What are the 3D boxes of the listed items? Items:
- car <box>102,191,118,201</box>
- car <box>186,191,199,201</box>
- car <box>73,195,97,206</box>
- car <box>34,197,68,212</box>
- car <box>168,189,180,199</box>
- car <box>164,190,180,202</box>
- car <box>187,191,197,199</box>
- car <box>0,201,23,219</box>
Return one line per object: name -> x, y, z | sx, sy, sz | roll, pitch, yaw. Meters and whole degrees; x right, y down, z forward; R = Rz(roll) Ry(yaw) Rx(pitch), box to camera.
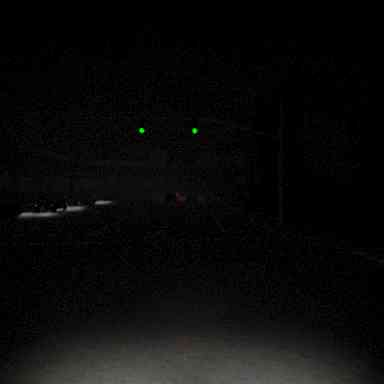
car -> -13.995, 0.676, 56.965 | 2.128, 1.511, 4.902 | 0, 1, 0
car -> 0.014, 0.763, 55.200 | 1.812, 1.442, 4.674 | 0, 1, 0
car -> -14.010, 1.083, 43.680 | 1.895, 1.301, 4.718 | 0, 1, 1
car -> -14.070, 1.198, 33.522 | 1.812, 1.442, 4.674 | 0, 1, 0
car -> -3.484, 0.365, 64.842 | 2.097, 1.767, 4.553 | 0, 1, 0
car -> -3.486, 0.725, 54.606 | 1.882, 1.535, 5.008 | 0, 1, 0
car -> 0.016, 0.530, 65.325 | 1.812, 1.442, 4.674 | 0, 1, 0
car -> -14.096, 1.364, 23.566 | 2.033, 1.411, 5.357 | 0, 1, 0
